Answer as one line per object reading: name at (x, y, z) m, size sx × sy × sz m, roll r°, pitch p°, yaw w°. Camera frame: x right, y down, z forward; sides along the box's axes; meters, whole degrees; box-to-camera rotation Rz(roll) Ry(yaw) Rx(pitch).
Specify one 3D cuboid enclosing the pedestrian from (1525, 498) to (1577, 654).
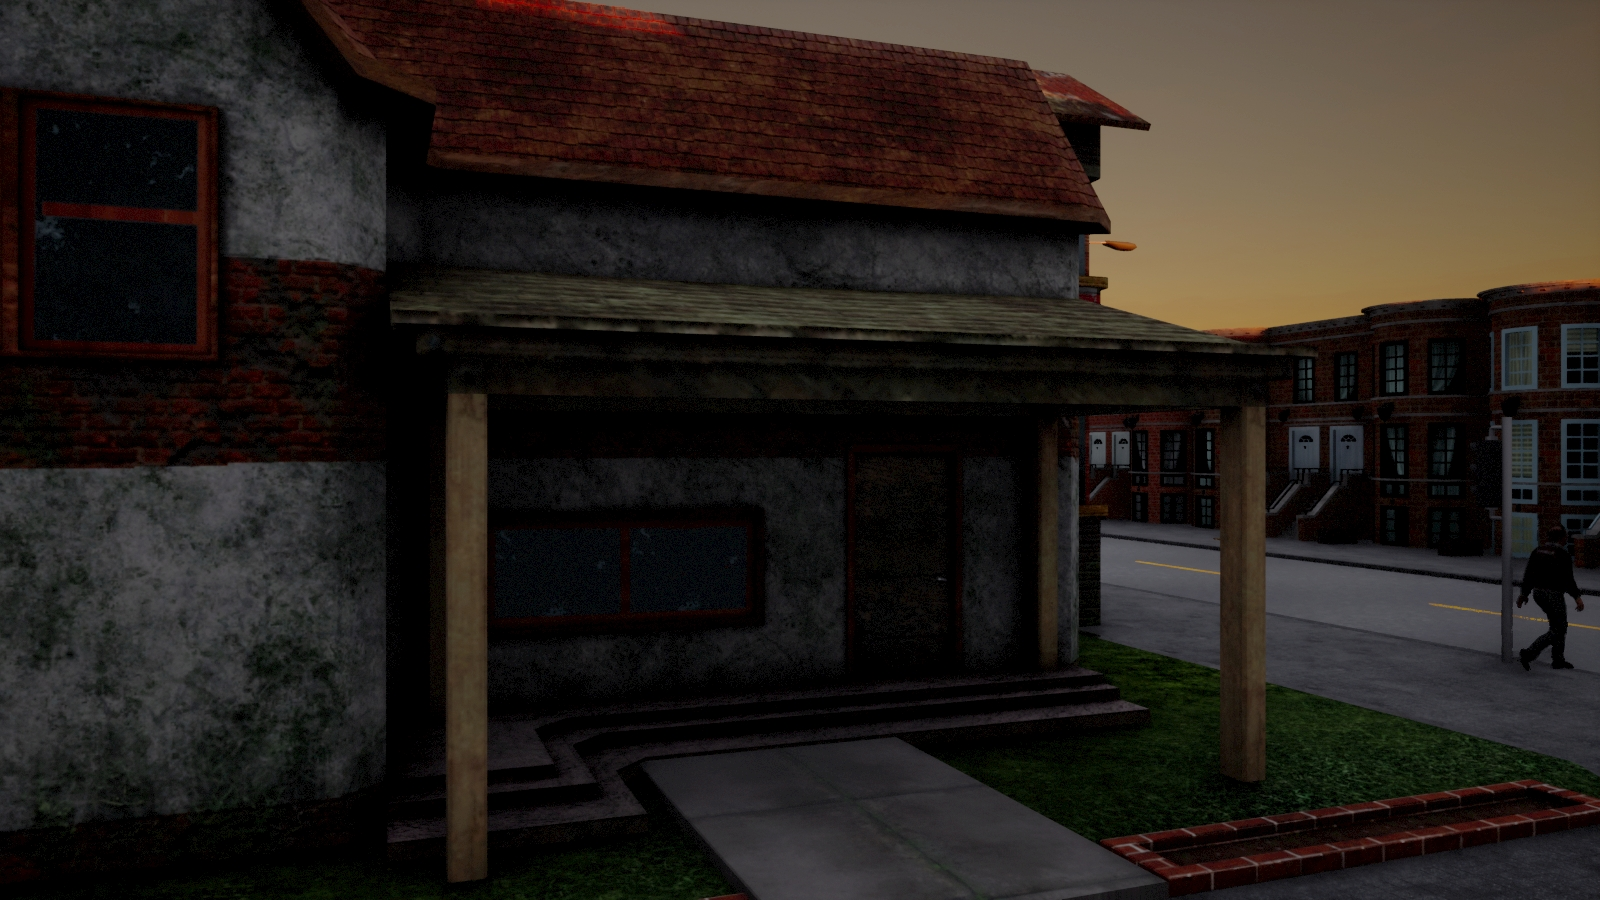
pedestrian at (9.163, 1.524, 13.947) m, size 0.375 × 1.860 × 0.375 m, roll 0°, pitch 0°, yaw -8°
